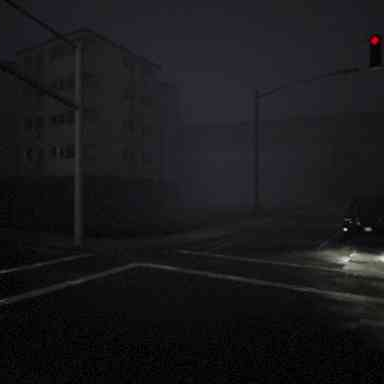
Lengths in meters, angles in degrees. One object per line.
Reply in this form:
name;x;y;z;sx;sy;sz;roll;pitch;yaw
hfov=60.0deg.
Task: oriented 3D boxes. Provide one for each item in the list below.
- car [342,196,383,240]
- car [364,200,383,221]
car;8.938;1.246;16.624;2.150;2.045;5.566;0;0;31
car;15.761;1.501;28.105;1.882;1.535;5.008;0;0;31
